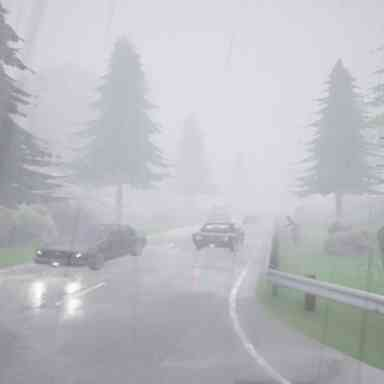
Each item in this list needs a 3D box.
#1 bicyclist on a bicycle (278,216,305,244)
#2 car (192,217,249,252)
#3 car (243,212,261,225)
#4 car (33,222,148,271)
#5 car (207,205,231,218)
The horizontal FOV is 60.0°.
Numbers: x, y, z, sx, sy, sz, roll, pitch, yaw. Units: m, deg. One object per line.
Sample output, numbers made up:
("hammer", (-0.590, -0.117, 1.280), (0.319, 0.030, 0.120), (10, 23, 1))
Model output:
("bicyclist on a bicycle", (5.828, 2.246, 19.620), (1.656, 1.620, 0.582), (1, -2, 15))
("car", (1.523, 2.202, 17.066), (1.895, 1.301, 4.718), (1, -2, 16))
("car", (6.748, 2.913, 37.258), (1.812, 1.442, 4.674), (1, -2, 14))
("car", (-3.396, 1.877, 12.557), (2.033, 1.411, 5.357), (1, -2, 15))
("car", (3.273, 2.560, 38.526), (2.150, 2.045, 5.566), (1, -2, 14))
